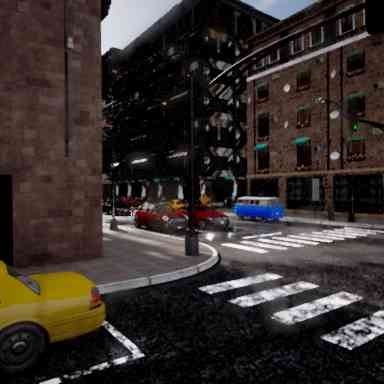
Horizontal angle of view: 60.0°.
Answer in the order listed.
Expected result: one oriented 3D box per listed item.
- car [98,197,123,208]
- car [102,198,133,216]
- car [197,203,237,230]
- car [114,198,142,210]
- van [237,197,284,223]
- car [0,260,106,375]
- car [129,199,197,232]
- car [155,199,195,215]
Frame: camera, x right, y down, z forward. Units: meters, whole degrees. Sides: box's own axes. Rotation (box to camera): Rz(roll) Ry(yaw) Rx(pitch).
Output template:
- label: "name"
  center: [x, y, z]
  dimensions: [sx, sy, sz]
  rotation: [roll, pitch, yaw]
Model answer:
- label: "car"
  center: [-11.725, 1.454, 47.836]
  dimensions: [1.887, 1.381, 4.507]
  rotation: [-1, 0, -36]
- label: "car"
  center: [-7.459, 1.462, 32.129]
  dimensions: [1.837, 1.490, 4.892]
  rotation: [-1, 1, -36]
- label: "car"
  center: [0.436, 1.502, 21.274]
  dimensions: [1.812, 1.442, 4.674]
  rotation: [-1, 0, -34]
- label: "car"
  center: [-8.396, 1.454, 43.258]
  dimensions: [1.887, 1.381, 4.507]
  rotation: [-1, 0, -36]
- label: "van"
  center: [4.925, 1.272, 24.944]
  dimensions: [1.690, 1.788, 3.998]
  rotation: [0, 0, -36]
- label: "car"
  center: [-3.554, 1.526, 4.029]
  dimensions: [4.829, 1.417, 1.752]
  rotation: [0, 0, -36]
- label: "car"
  center: [-1.863, 1.436, 20.030]
  dimensions: [1.967, 1.590, 4.097]
  rotation: [0, 0, -36]
- label: "car"
  center: [-1.835, 1.441, 34.239]
  dimensions: [1.752, 1.417, 4.829]
  rotation: [-1, 0, -36]
